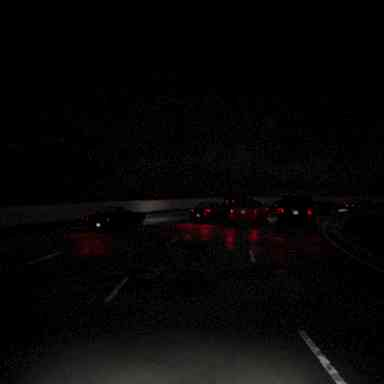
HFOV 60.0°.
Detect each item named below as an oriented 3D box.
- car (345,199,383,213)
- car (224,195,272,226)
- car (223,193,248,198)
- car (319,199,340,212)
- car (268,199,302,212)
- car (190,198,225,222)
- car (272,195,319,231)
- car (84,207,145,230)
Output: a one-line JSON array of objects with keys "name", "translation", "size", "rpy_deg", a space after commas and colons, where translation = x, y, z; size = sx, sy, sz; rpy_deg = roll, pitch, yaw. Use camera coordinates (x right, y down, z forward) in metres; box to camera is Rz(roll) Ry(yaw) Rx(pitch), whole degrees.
[{"name": "car", "translation": [19.202, 1.505, 37.096], "size": [5.357, 1.411, 2.033], "rpy_deg": [0, 0, -36]}, {"name": "car", "translation": [4.116, 1.324, 23.513], "size": [2.097, 1.767, 4.553], "rpy_deg": [0, 0, 22]}, {"name": "car", "translation": [5.713, 1.177, 39.083], "size": [2.150, 2.045, 5.566], "rpy_deg": [0, 0, 41]}, {"name": "car", "translation": [15.259, 1.520, 38.177], "size": [4.181, 1.385, 1.994], "rpy_deg": [0, 0, -41]}, {"name": "car", "translation": [10.951, 1.519, 38.989], "size": [4.181, 1.385, 1.994], "rpy_deg": [0, 0, -45]}, {"name": "car", "translation": [1.414, 1.496, 26.051], "size": [1.812, 1.442, 4.674], "rpy_deg": [0, 0, 25]}, {"name": "car", "translation": [6.527, 1.200, 20.539], "size": [2.150, 2.045, 5.566], "rpy_deg": [0, 0, 20]}, {"name": "car", "translation": [-4.674, 1.577, 20.958], "size": [1.895, 1.301, 4.718], "rpy_deg": [0, 0, 16]}]
